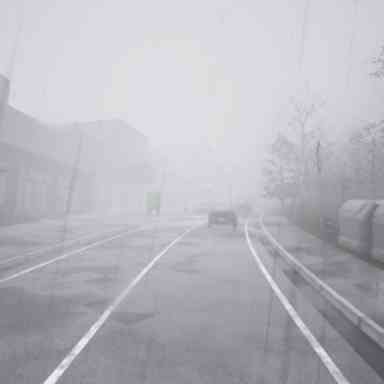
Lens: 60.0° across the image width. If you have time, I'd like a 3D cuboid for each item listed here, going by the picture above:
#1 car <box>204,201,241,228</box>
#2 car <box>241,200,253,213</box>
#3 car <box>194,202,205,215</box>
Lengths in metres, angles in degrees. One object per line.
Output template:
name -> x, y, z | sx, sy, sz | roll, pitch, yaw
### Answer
car -> 2.262, 1.633, 23.707 | 1.882, 1.535, 5.008 | -1, 0, 9
car -> 6.359, 1.760, 40.926 | 1.812, 1.442, 4.674 | -2, -1, 17
car -> 1.672, 1.862, 38.200 | 2.033, 1.411, 5.357 | -1, -1, 15
